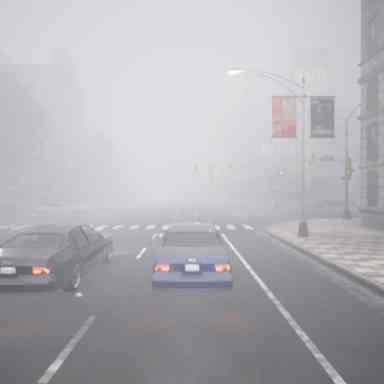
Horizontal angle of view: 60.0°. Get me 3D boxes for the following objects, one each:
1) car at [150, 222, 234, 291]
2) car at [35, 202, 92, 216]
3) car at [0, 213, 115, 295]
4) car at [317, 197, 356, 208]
[{"bbox_3d":[0.001,1.536,9.060,2.033,1.411,5.357,0,0,0],"label":"car"},{"bbox_3d":[-11.917,1.585,31.088,4.718,1.301,1.895,0,0,0],"label":"car"},{"bbox_3d":[-3.499,1.536,8.836,2.033,1.411,5.357,0,0,0],"label":"car"},{"bbox_3d":[20.067,1.420,46.322,5.008,1.535,1.882,-1,0,0],"label":"car"}]
